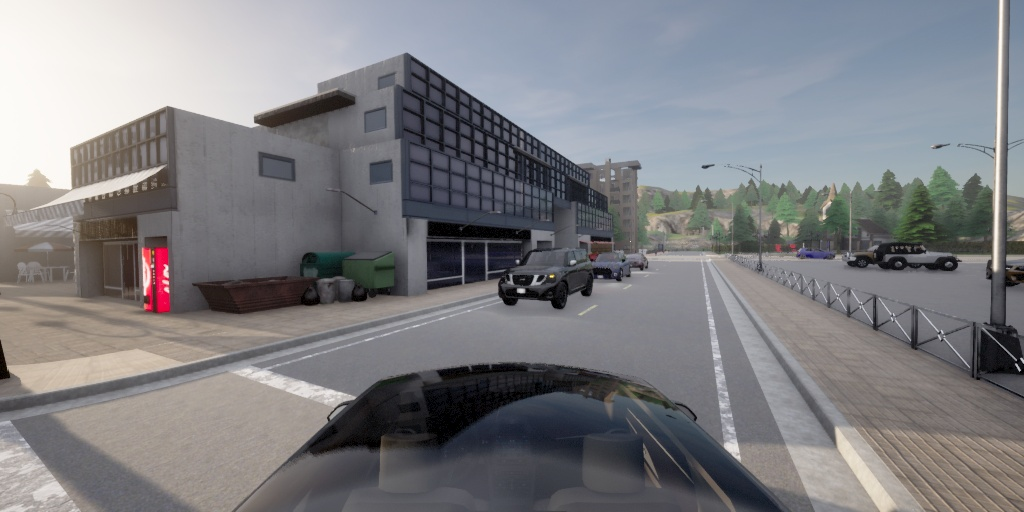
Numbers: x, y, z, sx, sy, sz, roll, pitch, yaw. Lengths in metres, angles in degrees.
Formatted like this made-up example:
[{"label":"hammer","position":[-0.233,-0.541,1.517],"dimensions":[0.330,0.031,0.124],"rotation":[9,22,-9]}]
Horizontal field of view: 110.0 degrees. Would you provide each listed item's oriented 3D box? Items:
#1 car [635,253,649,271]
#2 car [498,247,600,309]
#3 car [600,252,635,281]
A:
[{"label":"car","position":[10.873,0.462,31.715],"dimensions":[1.812,1.442,4.674],"rotation":[0,2,28]},{"label":"car","position":[1.568,0.693,13.935],"dimensions":[2.150,2.045,5.566],"rotation":[0,1,28]},{"label":"car","position":[6.126,0.561,22.651],"dimensions":[2.097,1.767,4.553],"rotation":[0,2,28]}]
